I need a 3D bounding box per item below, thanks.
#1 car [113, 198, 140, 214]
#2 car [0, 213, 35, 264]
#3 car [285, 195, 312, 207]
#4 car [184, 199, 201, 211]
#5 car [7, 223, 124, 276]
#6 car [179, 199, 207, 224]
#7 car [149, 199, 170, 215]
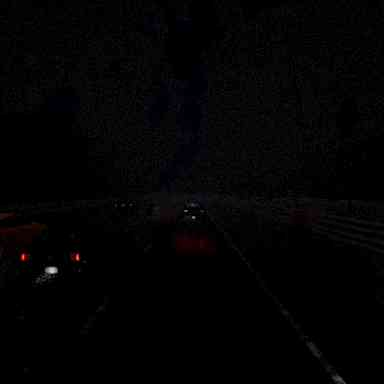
[{"bbox_3d":[-6.908,1.380,35.526,2.097,1.767,4.553,0,0,0],"label":"car"},{"bbox_3d":[-6.902,1.487,11.780,1.882,1.535,5.008,0,0,0],"label":"car"},{"bbox_3d":[18.328,1.471,57.396,2.150,2.045,5.566,0,0,-18],"label":"car"},{"bbox_3d":[0.090,1.620,42.882,2.033,1.411,5.357,0,0,0],"label":"car"},{"bbox_3d":[-3.408,1.608,10.289,1.895,1.301,4.718,0,0,0],"label":"car"},{"bbox_3d":[0.099,1.520,24.839,2.128,1.511,4.902,0,0,0],"label":"car"},{"bbox_3d":[-3.408,1.557,35.098,1.837,1.490,4.892,0,0,0],"label":"car"}]
